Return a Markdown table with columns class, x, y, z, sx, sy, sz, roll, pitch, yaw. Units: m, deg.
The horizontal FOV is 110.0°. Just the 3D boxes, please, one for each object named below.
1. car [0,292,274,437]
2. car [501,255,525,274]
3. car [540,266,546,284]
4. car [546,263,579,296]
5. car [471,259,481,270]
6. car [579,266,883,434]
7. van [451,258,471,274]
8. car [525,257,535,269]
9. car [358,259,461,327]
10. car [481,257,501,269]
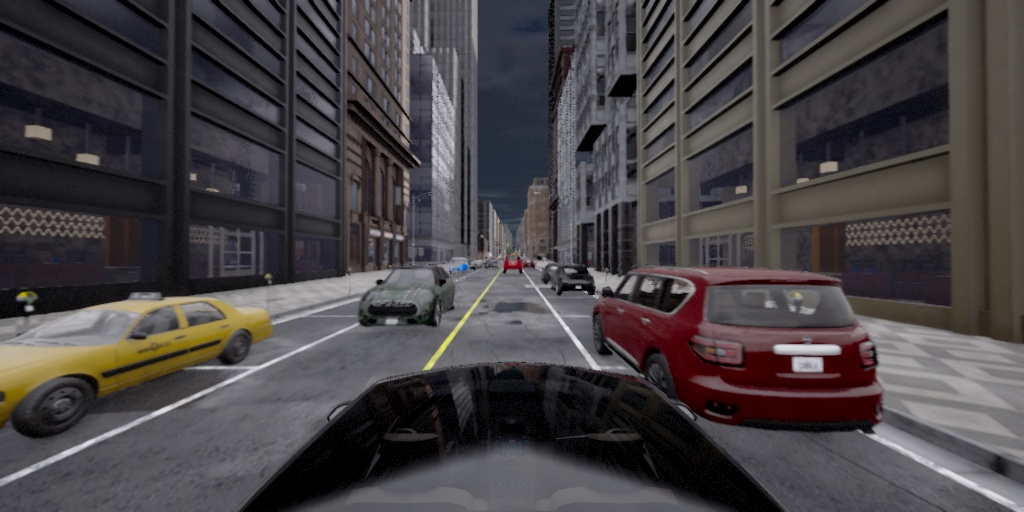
| class | x | y | z | sx | sy | sz | roll | pitch | yaw |
| --- | --- | --- | --- | --- | --- | --- | --- | --- | --- |
| car | -5.857 | 1.273 | 5.472 | 1.751 | 1.417 | 4.829 | 0 | 0 | 0 |
| car | 0.074 | 0.935 | 41.584 | 2.150 | 2.045 | 5.566 | 0 | -1 | -1 |
| car | 3.152 | 1.258 | 26.377 | 1.812 | 1.442 | 4.674 | 0 | 0 | 0 |
| car | 3.148 | 1.241 | 19.376 | 1.837 | 1.490 | 4.892 | 0 | 0 | 0 |
| car | -5.850 | 1.282 | 50.639 | 1.948 | 1.339 | 4.313 | 0 | 0 | 0 |
| car | 2.669 | 1.062 | 5.637 | 2.192 | 1.841 | 5.009 | 0 | 0 | 0 |
| van | -5.851 | 1.064 | 39.391 | 1.690 | 1.789 | 3.998 | 0 | 0 | 0 |
| car | 2.677 | 1.257 | 56.256 | 1.888 | 1.381 | 4.507 | 0 | 0 | 0 |
| car | -3.098 | 1.095 | 11.470 | 2.097 | 1.767 | 4.553 | 0 | 0 | 0 |
| car | -3.049 | 1.278 | 53.666 | 1.994 | 1.385 | 4.181 | 0 | 0 | 0 |
